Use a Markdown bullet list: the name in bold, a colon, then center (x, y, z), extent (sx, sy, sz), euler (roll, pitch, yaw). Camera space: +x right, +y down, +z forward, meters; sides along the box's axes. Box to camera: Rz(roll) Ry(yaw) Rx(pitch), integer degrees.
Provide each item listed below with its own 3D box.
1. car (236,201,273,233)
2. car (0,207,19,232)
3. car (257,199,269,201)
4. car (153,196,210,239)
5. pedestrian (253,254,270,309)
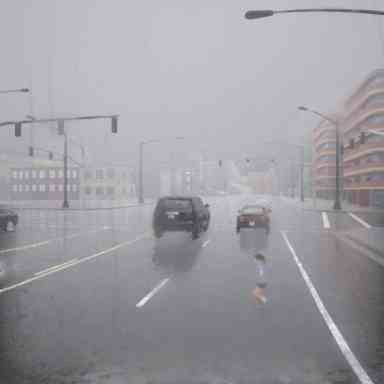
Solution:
- **car**: center (3.690, 1.519, 19.828), extent (1.812, 1.442, 4.674), euler (0, 0, 12)
- **car**: center (-11.294, 1.517, 17.364), extent (1.837, 1.490, 4.892), euler (0, 0, 12)
- **car**: center (7.741, 1.481, 36.460), extent (1.812, 1.442, 4.674), euler (0, 0, 13)
- **car**: center (-0.413, 1.219, 17.694), extent (2.150, 2.045, 5.566), euler (0, 0, 11)
- **pedestrian**: center (1.342, 1.674, 6.428), extent (0.500, 1.100, 0.500), euler (0, 0, 12)
